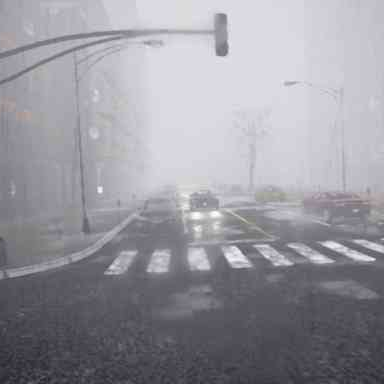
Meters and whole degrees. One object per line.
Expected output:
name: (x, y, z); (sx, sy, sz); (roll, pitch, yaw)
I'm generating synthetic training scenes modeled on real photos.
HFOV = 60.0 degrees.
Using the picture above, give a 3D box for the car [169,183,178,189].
car: (-4.261, -1.383, 76.630); (2.008, 1.369, 4.403); (-3, 2, -2)

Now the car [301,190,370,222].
car: (6.784, 0.561, 16.228); (1.887, 1.381, 4.507); (-3, 2, -2)

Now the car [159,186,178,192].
car: (-2.068, 0.517, 26.921); (2.008, 1.369, 4.403); (-3, 2, -2)

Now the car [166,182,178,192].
car: (-3.535, -0.866, 60.056); (1.967, 1.590, 4.097); (-3, 2, -2)

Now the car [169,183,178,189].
car: (-4.504, -1.590, 82.153); (2.008, 1.369, 4.403); (-3, 2, -2)

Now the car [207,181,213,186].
car: (4.591, -1.349, 65.938); (1.887, 1.381, 4.507); (-3, 2, -2)

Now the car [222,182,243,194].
car: (5.567, -0.467, 43.845); (1.802, 1.307, 4.206); (-3, 2, -2)

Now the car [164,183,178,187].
car: (-2.560, -0.019, 37.963); (1.967, 1.590, 4.097); (-3, 2, -2)

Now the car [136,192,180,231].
car: (-1.580, 0.945, 15.874); (2.008, 1.369, 4.403); (-3, 2, -2)

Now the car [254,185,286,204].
car: (6.288, 0.107, 27.444); (1.752, 1.417, 4.829); (-3, 2, -2)

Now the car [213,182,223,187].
car: (5.069, -0.954, 55.060); (1.752, 1.417, 4.829); (-3, 2, -2)

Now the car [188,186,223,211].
car: (0.760, 0.537, 23.793); (1.994, 1.385, 4.181); (-3, 2, -2)

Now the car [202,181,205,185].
car: (4.099, -1.871, 76.979); (1.967, 1.590, 4.097); (-3, 2, -2)

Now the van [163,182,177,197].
van: (-2.808, -0.330, 43.482); (1.690, 1.788, 3.998); (-3, 2, -2)

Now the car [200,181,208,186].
car: (3.365, -2.414, 93.723); (1.752, 1.417, 4.829); (-3, 2, -2)

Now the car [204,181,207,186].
car: (4.347, -1.552, 71.461); (2.008, 1.369, 4.403); (-3, 2, -2)
